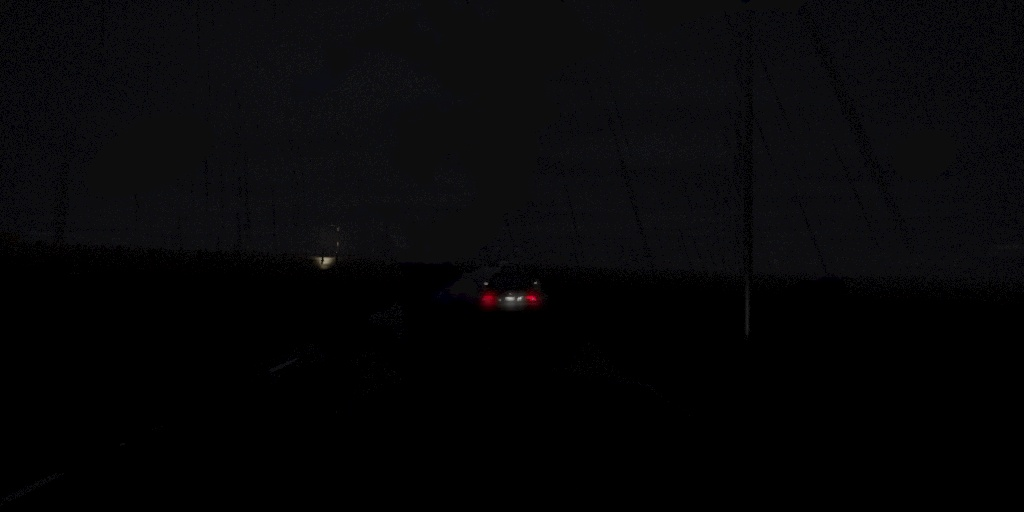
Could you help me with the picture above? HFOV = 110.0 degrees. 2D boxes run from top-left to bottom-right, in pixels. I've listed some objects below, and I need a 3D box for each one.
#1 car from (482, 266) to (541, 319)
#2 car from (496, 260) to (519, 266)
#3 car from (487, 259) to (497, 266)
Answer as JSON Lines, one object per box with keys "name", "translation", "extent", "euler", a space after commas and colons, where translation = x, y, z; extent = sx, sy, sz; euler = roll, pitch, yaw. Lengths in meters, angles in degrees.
{"name": "car", "translation": [-0.018, 1.264, 12.628], "extent": [2.033, 1.411, 5.357], "euler": [0, 0, 0]}
{"name": "car", "translation": [-0.054, 1.261, 29.986], "extent": [1.994, 1.385, 4.181], "euler": [0, 0, 0]}
{"name": "car", "translation": [-3.006, 1.236, 59.282], "extent": [2.033, 1.411, 5.357], "euler": [0, 0, 0]}
